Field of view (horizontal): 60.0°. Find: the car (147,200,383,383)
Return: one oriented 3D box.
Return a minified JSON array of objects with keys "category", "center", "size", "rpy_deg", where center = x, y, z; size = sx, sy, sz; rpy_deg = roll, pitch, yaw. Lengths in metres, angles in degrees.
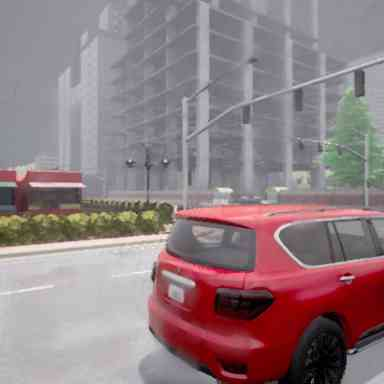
[{"category":"car","center":[2.023,1.222,5.207],"size":[5.566,2.045,2.150],"rpy_deg":[0,0,-35]}]

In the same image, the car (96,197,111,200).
[{"category":"car","center":[-11.550,1.429,43.423],"size":[1.882,1.535,5.008],"rpy_deg":[0,0,-36]}]

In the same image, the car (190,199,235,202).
[{"category":"car","center":[0.796,1.428,26.358],"size":[1.882,1.535,5.008],"rpy_deg":[0,0,-36]}]

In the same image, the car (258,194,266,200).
[{"category":"car","center":[10.992,1.128,57.678],"size":[1.905,1.878,3.866],"rpy_deg":[0,0,-36]}]

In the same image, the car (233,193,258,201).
[{"category":"car","center":[8.600,1.127,55.967],"size":[1.905,1.878,3.866],"rpy_deg":[0,0,-36]}]
